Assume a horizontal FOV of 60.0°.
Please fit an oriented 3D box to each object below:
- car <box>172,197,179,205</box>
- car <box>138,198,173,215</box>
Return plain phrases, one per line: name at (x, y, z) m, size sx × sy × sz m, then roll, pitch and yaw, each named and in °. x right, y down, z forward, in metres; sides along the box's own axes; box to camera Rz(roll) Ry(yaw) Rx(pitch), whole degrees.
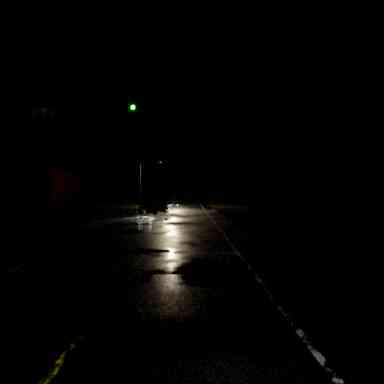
car at (-3.545, 1.788, 67.198) m, size 2.033 × 1.411 × 5.357 m, roll 0°, pitch 0°, yaw 0°
car at (-4.077, 1.675, 35.495) m, size 2.128 × 1.511 × 4.902 m, roll 1°, pitch 0°, yaw 15°
